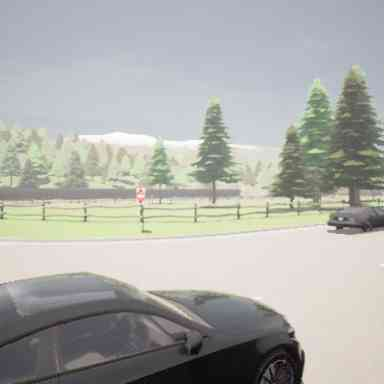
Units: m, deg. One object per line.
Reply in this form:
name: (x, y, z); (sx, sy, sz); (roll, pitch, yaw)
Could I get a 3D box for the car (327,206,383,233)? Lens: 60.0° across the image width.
car: (10.154, 1.522, 19.587); (5.357, 1.411, 2.033); (0, 0, -35)

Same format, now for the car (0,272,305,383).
car: (-0.957, 1.525, 3.063); (4.674, 1.442, 1.812); (0, 0, -36)
